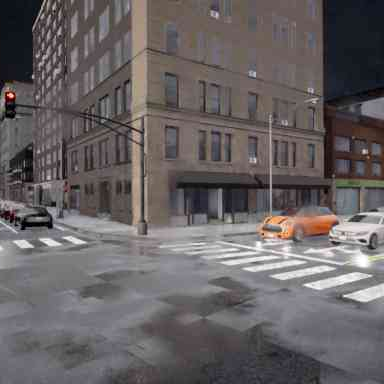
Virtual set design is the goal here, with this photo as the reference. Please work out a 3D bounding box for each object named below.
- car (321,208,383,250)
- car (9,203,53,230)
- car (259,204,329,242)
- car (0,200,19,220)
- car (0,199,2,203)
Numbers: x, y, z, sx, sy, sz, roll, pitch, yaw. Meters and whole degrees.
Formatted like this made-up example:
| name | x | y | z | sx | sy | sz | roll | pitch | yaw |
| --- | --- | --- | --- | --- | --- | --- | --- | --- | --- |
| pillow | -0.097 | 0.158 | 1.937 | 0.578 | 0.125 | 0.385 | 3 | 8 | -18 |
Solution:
| name | x | y | z | sx | sy | sz | roll | pitch | yaw |
| --- | --- | --- | --- | --- | --- | --- | --- | --- | --- |
| car | 8.179 | 1.651 | 15.077 | 4.674 | 1.442 | 1.812 | 0 | -1 | -34 |
| car | -9.973 | 1.567 | 20.855 | 1.947 | 1.339 | 4.313 | 1 | 0 | -35 |
| car | 5.607 | 1.504 | 17.260 | 4.553 | 1.767 | 2.097 | 0 | -1 | -35 |
| car | -13.123 | 1.546 | 25.401 | 1.887 | 1.381 | 4.507 | 1 | 0 | -35 |
| car | -16.274 | 1.552 | 29.946 | 2.008 | 1.369 | 4.403 | 1 | 0 | -35 |
